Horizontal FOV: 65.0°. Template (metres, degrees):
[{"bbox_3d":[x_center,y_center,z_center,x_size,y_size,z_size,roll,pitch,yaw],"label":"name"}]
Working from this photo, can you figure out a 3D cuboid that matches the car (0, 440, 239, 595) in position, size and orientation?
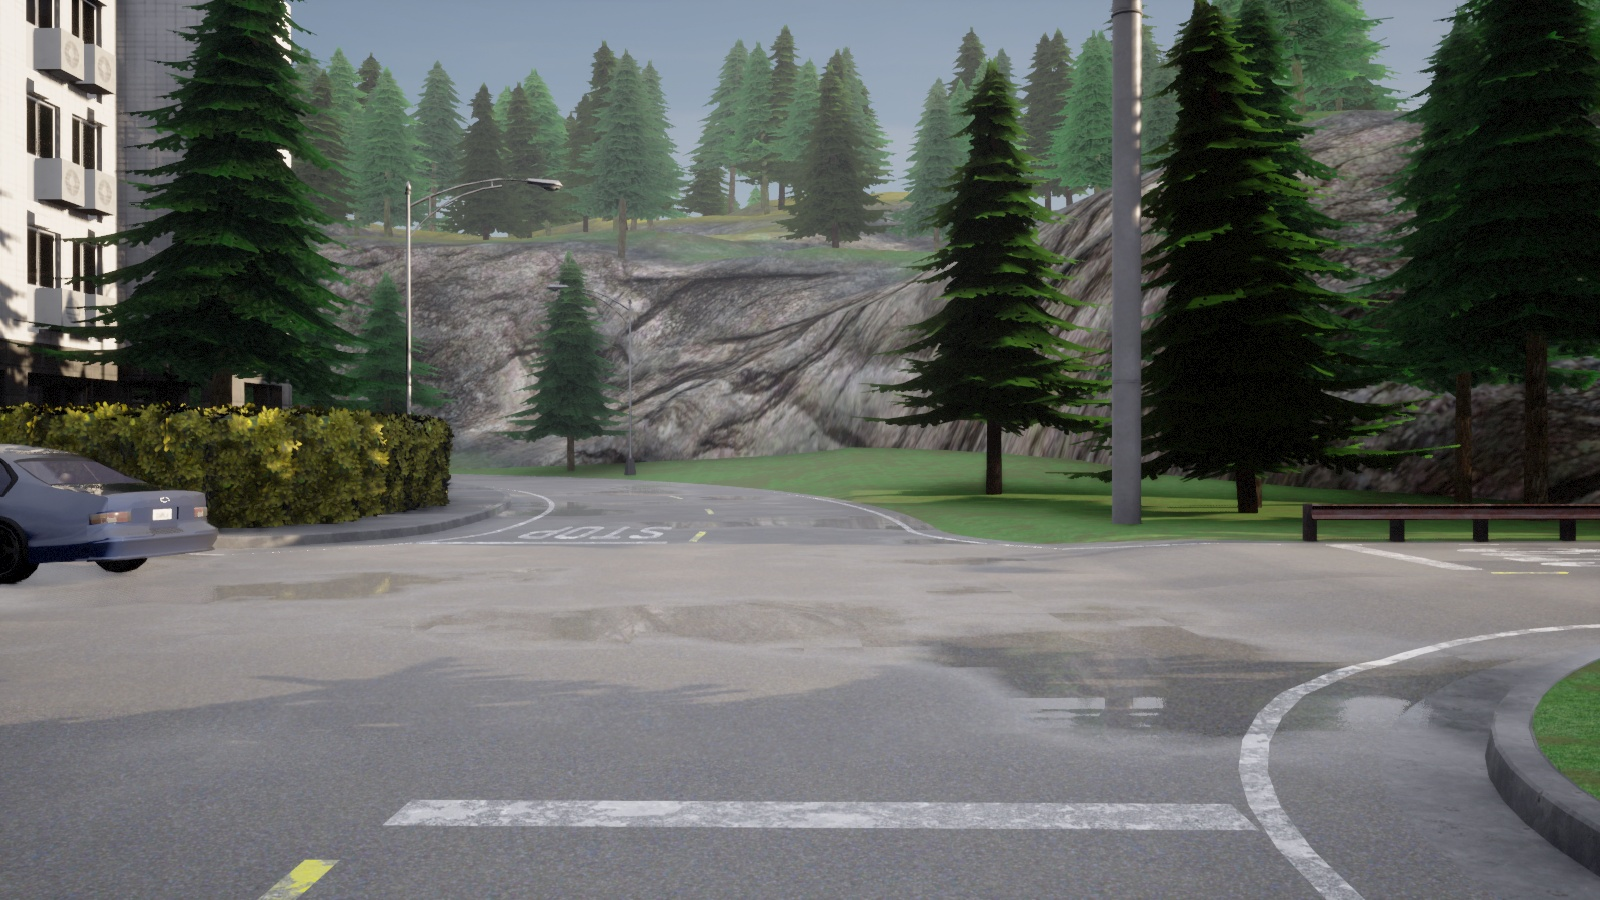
[{"bbox_3d":[-9.259,0.604,13.918,5.357,1.411,2.033,3,0,13],"label":"car"}]
